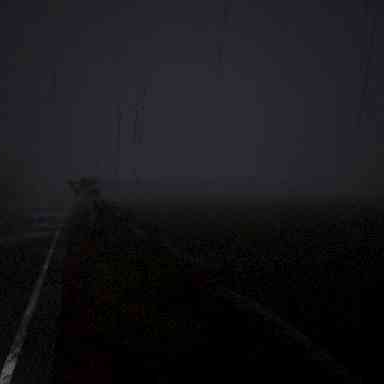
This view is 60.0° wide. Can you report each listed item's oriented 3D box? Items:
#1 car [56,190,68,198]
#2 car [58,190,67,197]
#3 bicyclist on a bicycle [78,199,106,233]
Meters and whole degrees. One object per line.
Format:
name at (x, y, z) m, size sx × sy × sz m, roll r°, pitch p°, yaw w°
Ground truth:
car at (-26.373, 0.455, 67.039) m, size 2.033 × 1.411 × 5.357 m, roll -1°, pitch 1°, yaw -19°
car at (-29.908, 0.249, 77.050) m, size 1.812 × 1.442 × 4.674 m, roll -1°, pitch 1°, yaw -19°
bicyclist on a bicycle at (-4.726, 1.162, 16.232) m, size 1.656 × 1.620 × 0.582 m, roll -1°, pitch 1°, yaw -19°
